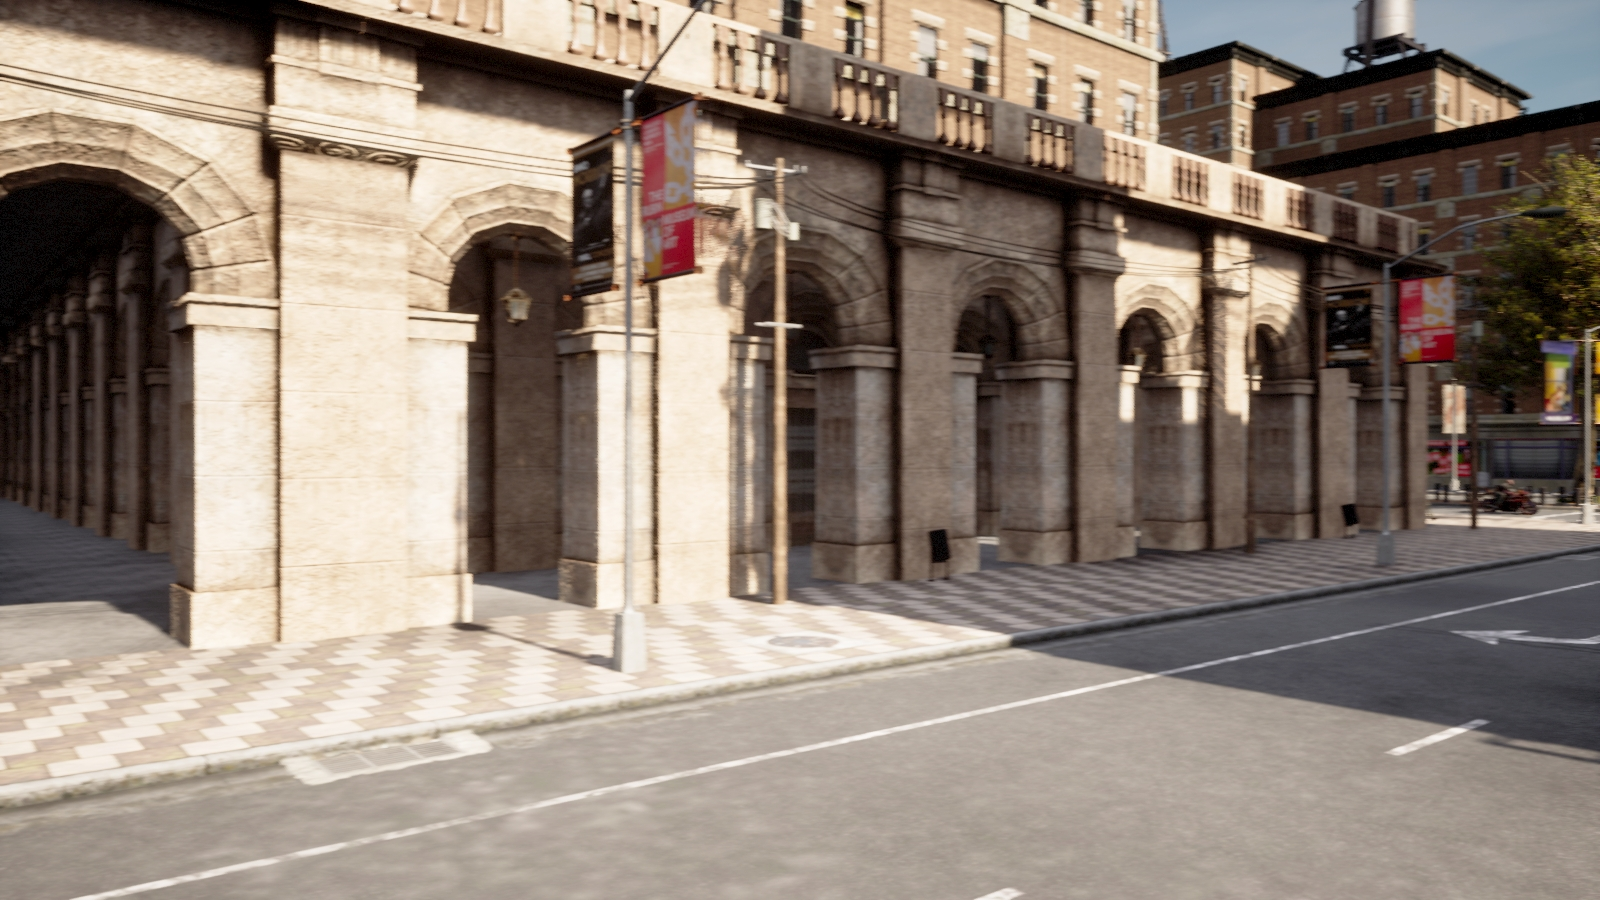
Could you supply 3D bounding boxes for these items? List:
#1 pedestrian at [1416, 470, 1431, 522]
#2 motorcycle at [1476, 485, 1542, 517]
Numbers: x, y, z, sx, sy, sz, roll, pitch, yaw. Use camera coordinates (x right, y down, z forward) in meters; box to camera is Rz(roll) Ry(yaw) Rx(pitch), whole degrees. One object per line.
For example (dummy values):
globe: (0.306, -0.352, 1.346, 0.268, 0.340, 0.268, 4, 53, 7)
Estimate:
pedestrian: (22.594, 1.665, 41.401, 0.375, 1.860, 0.375, 0, 0, -41)
motorcycle: (30.306, 2.170, 48.873, 0.867, 1.251, 2.209, -1, 0, -37)
